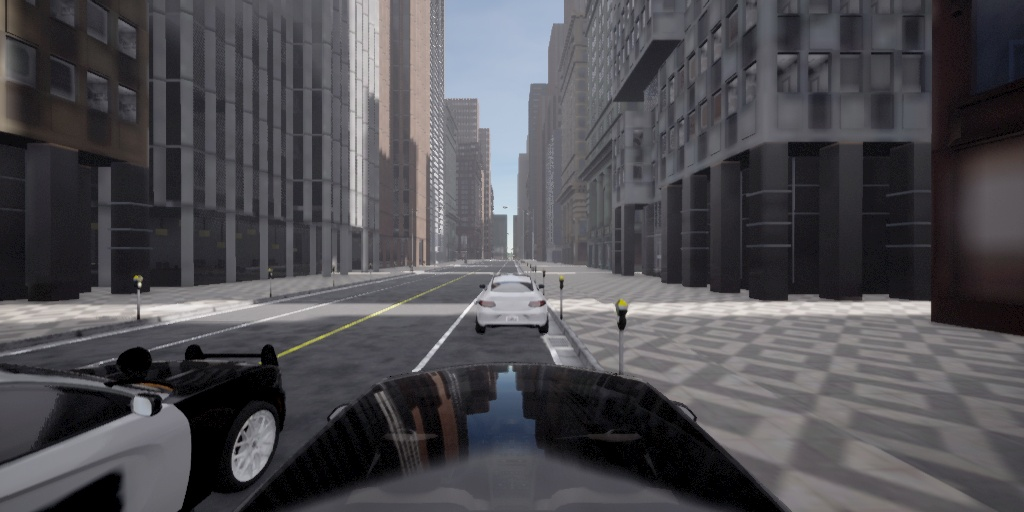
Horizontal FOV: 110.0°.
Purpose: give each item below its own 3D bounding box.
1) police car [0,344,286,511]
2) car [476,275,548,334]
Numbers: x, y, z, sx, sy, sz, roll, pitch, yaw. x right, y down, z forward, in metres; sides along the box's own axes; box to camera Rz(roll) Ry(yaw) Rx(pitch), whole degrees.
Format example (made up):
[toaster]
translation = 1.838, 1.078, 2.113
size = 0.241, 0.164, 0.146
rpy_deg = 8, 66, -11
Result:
[police car]
translation = -3.145, 1.169, 1.611
size = 1.930, 1.638, 5.238
rpy_deg = 0, 0, 0
[car]
translation = 0.003, 1.265, 10.500
size = 1.812, 1.442, 4.674
rpy_deg = 0, 0, 0
